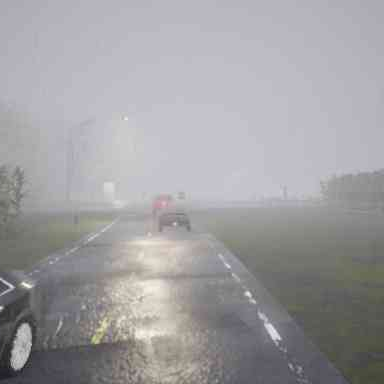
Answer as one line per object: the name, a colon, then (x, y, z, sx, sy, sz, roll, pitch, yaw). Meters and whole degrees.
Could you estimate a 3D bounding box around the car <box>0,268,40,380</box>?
car: (-2.959, 1.506, 2.685, 1.837, 1.490, 4.892, 0, 0, -1)

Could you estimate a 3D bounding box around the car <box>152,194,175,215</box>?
car: (-2.983, 1.233, 34.626, 2.150, 2.045, 5.566, 0, 0, -7)

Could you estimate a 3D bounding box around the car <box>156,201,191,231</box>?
car: (-1.129, 1.498, 20.361, 1.837, 1.490, 4.892, 0, -1, -5)
